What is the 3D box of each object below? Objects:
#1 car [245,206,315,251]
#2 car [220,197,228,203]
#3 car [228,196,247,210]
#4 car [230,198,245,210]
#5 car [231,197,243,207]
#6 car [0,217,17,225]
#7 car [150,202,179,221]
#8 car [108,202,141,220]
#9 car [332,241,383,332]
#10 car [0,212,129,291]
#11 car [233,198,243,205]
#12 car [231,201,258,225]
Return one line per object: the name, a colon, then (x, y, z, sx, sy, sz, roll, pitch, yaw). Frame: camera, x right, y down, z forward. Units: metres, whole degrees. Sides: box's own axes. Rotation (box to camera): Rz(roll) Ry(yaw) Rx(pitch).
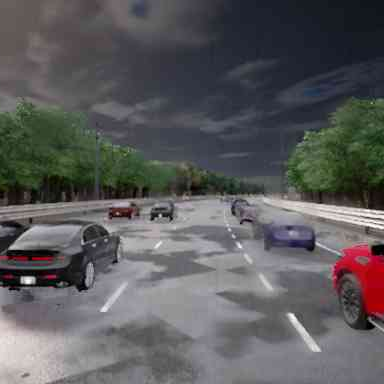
car: (3.788, 1.559, 14.421, 2.163, 1.488, 4.792, 0, 0, 2)
car: (7.627, 1.774, 77.721, 2.033, 1.411, 5.357, 0, 0, 12)
car: (5.171, 1.565, 35.694, 2.033, 1.649, 4.856, 0, 0, 5)
car: (6.287, 1.658, 46.311, 1.882, 1.535, 5.008, 0, 0, 7)
car: (7.683, 1.659, 56.893, 2.033, 1.649, 4.856, 0, 0, 8)
car: (-6.702, 1.558, 11.086, 1.812, 1.442, 4.674, 0, 0, 1)
car: (-2.309, 1.605, 28.398, 1.837, 1.490, 4.892, 0, 0, 4)
car: (-5.770, 1.578, 29.069, 1.882, 1.535, 5.008, 0, 0, 4)
car: (3.663, 1.239, 3.802, 2.150, 2.045, 5.566, 0, 0, 0)
car: (-3.244, 1.534, 9.107, 1.837, 1.490, 4.892, 0, 0, 1)
car: (9.361, 1.841, 67.435, 1.994, 1.385, 4.181, 0, 0, 10)
car: (4.338, 1.640, 25.052, 2.033, 1.411, 5.357, 0, 0, 4)
